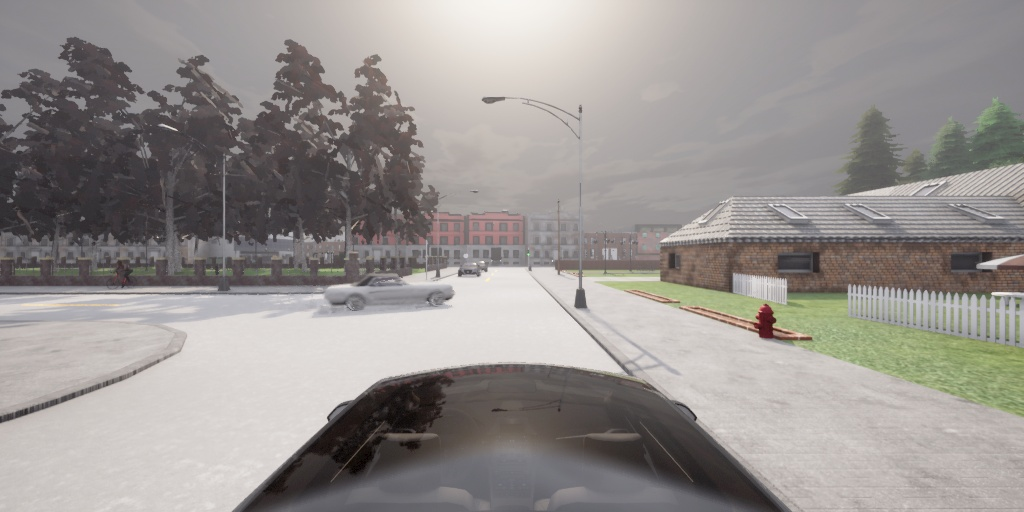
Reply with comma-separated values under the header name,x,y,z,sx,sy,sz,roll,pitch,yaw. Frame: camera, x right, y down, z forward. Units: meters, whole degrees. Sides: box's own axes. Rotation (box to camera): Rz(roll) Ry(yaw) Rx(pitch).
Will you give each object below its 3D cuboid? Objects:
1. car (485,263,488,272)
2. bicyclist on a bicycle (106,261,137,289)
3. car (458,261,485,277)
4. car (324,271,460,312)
name,x,y,z,sx,sy,sz,roll,pitch,yaw
car,-4.108,1.313,45.581,1.994,1.385,4.181,0,0,0
bicyclist on a bicycle,-22.656,1.099,20.842,0.582,1.620,1.656,0,0,0
car,-4.124,1.313,35.596,1.994,1.385,4.181,0,0,0
car,-4.710,1.351,14.176,4.718,1.301,1.895,0,0,-24
